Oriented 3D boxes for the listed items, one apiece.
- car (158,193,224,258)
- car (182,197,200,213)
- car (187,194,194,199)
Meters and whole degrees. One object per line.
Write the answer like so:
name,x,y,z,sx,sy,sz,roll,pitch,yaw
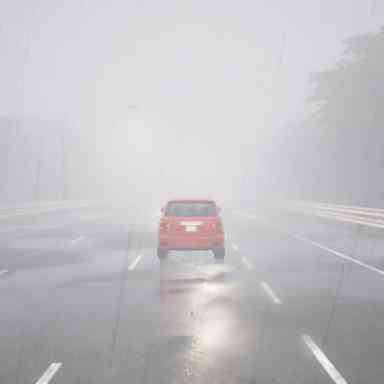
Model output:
car,-0.037,1.180,12.637,2.150,2.045,5.566,0,0,0
car,-0.126,1.357,36.863,1.882,1.535,5.008,0,0,0
car,-0.324,1.298,90.171,1.895,1.301,4.718,0,0,0
